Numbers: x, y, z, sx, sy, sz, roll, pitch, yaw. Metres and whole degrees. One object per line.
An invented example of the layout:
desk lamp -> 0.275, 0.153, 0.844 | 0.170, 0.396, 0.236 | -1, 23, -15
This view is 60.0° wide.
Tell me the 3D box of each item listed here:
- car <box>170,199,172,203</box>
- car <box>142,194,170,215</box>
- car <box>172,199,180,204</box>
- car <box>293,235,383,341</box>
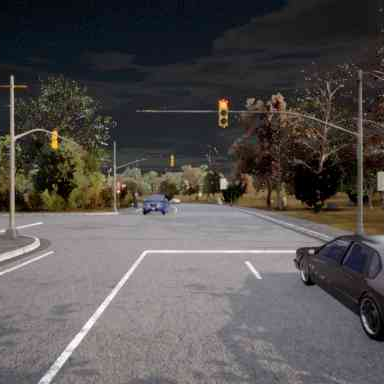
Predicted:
car -> -4.312, 1.628, 48.377 | 2.128, 1.511, 4.902 | 0, 0, -5
car -> -3.679, 1.231, 33.820 | 2.150, 2.045, 5.566 | 0, 0, -1
car -> -4.416, 2.364, 83.277 | 1.812, 1.442, 4.674 | 0, -1, -22
car -> 3.610, 1.547, 6.425 | 2.033, 1.411, 5.357 | 0, 0, 0
